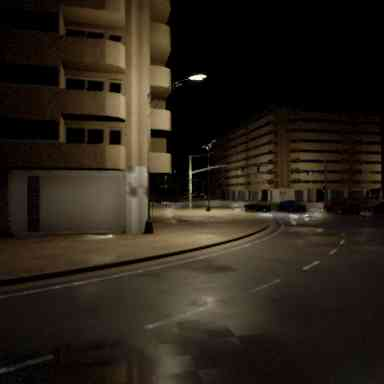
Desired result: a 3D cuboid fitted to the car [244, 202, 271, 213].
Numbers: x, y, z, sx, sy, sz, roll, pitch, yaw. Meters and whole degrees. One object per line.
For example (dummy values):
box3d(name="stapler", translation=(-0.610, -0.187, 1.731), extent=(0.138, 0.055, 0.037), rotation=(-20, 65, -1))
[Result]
box3d(name="car", translation=(8.108, 1.846, 41.315), extent=(1.895, 1.301, 4.718), rotation=(0, 0, -11))

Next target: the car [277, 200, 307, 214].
box3d(name="car", translation=(11.893, 1.702, 39.758), extent=(1.882, 1.535, 5.008), rotation=(0, -1, -9))

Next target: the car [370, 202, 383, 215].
box3d(name="car", translation=(19.675, 1.637, 33.038), extent=(1.882, 1.535, 5.008), rotation=(0, 0, 0))

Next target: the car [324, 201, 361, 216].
box3d(name="car", translation=(15.989, 1.665, 35.710), extent=(1.882, 1.535, 5.008), rotation=(0, 0, -5))
